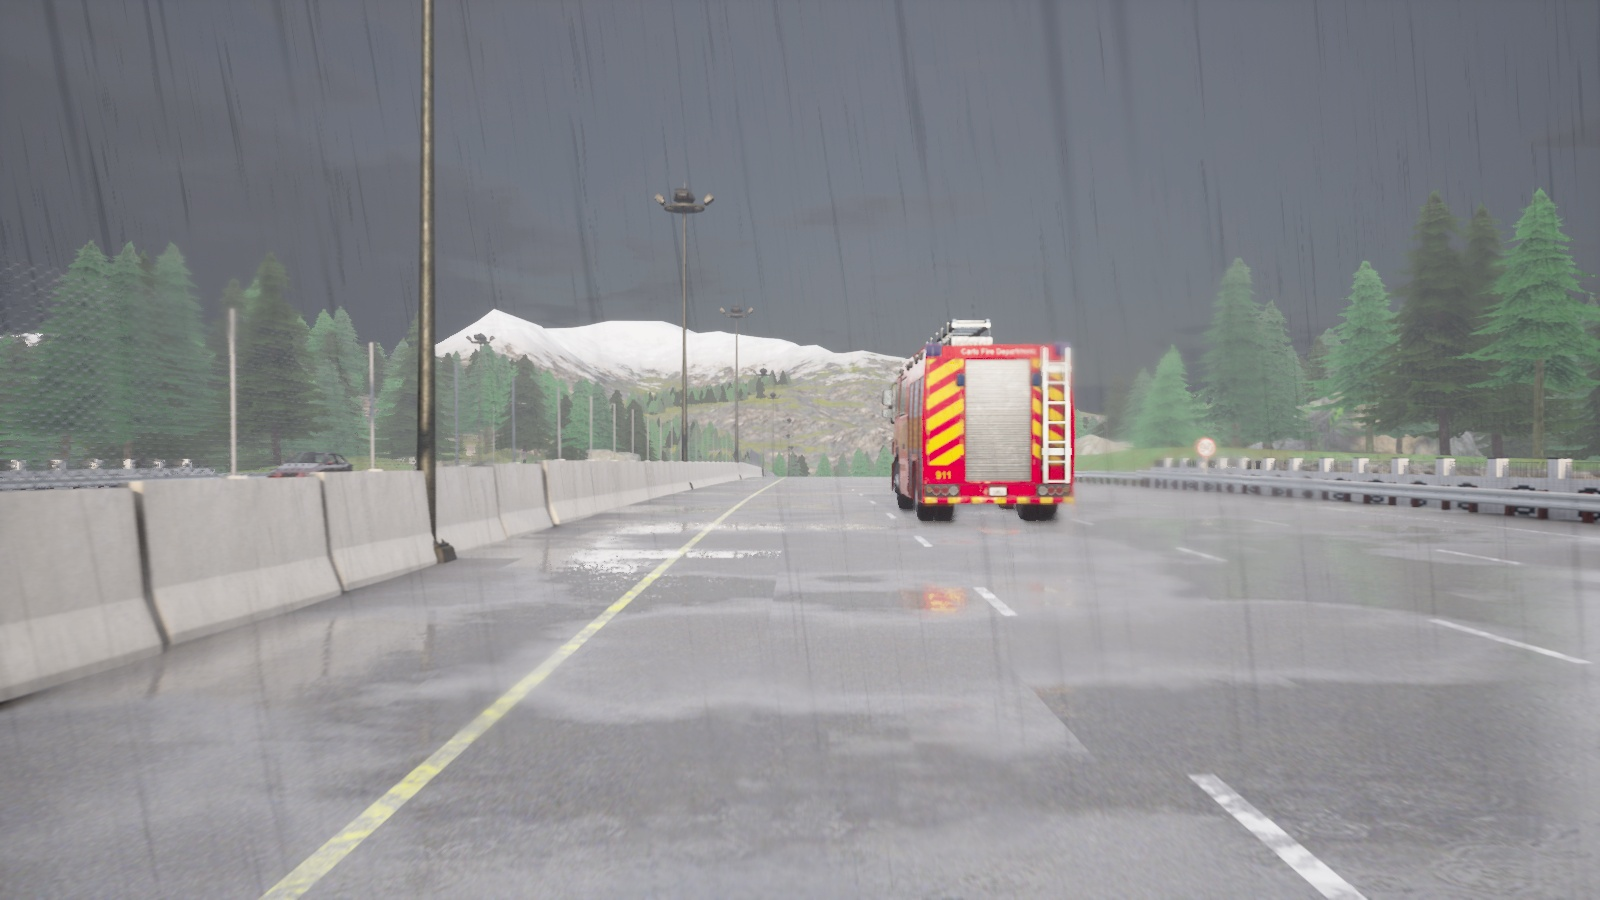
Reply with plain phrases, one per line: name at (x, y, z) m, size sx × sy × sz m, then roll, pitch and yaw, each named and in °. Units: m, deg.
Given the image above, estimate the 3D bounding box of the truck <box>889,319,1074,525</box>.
truck at (3.674, -0.520, 27.588) m, size 2.891 × 3.827 × 8.468 m, roll 0°, pitch 0°, yaw 0°

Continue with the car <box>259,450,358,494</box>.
car at (-17.233, 0.756, 44.236) m, size 1.816 × 1.474 × 4.193 m, roll 0°, pitch -1°, yaw 0°
